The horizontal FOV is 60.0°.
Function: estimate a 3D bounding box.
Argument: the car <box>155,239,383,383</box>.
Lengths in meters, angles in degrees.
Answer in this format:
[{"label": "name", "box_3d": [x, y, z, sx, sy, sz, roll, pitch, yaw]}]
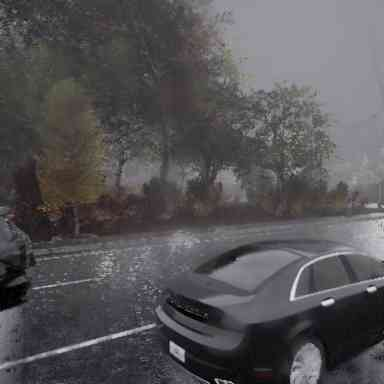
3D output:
[{"label": "car", "box_3d": [1.811, 1.484, 5.037, 4.892, 1.490, 1.837, 0, 0, -35]}]

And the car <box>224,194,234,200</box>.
[{"label": "car", "box_3d": [7.151, 0.902, 72.183, 2.097, 1.767, 4.553, 0, 1, -33]}]

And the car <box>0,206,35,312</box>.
[{"label": "car", "box_3d": [-5.257, 1.231, 4.542, 5.566, 2.045, 2.150, 0, 0, -35]}]

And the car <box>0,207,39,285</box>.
[{"label": "car", "box_3d": [-6.389, 1.355, 8.034, 4.553, 1.767, 2.097, 0, 0, -35]}]
